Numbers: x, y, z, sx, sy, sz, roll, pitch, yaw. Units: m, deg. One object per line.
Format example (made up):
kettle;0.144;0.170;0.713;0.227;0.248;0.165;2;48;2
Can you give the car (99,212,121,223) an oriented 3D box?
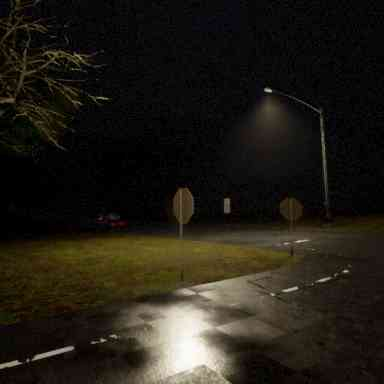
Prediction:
car;-13.407;4.270;55.340;1.812;1.442;4.674;-1;-2;-34

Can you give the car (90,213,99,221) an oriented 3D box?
car;-17.123;4.516;60.701;1.837;1.490;4.892;-1;-1;-34
